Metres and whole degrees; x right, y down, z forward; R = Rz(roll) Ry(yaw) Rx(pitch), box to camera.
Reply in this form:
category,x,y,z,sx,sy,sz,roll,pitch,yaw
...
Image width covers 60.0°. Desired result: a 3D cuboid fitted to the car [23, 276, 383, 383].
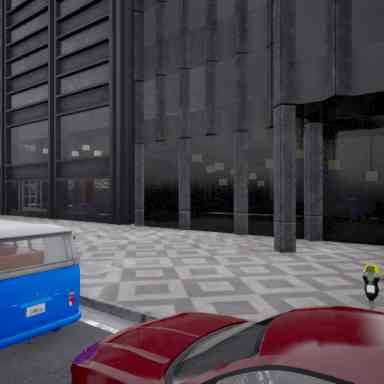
category,x,y,z,sx,sy,sz,roll,pitch,yaw
car,0.971,1.545,2.272,4.507,1.381,1.887,0,0,36

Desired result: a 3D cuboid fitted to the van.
category,x,y,z,sx,sy,sz,roll,pitch,yaw
van,-3.593,1.341,5.531,3.998,1.788,1.690,0,0,36
